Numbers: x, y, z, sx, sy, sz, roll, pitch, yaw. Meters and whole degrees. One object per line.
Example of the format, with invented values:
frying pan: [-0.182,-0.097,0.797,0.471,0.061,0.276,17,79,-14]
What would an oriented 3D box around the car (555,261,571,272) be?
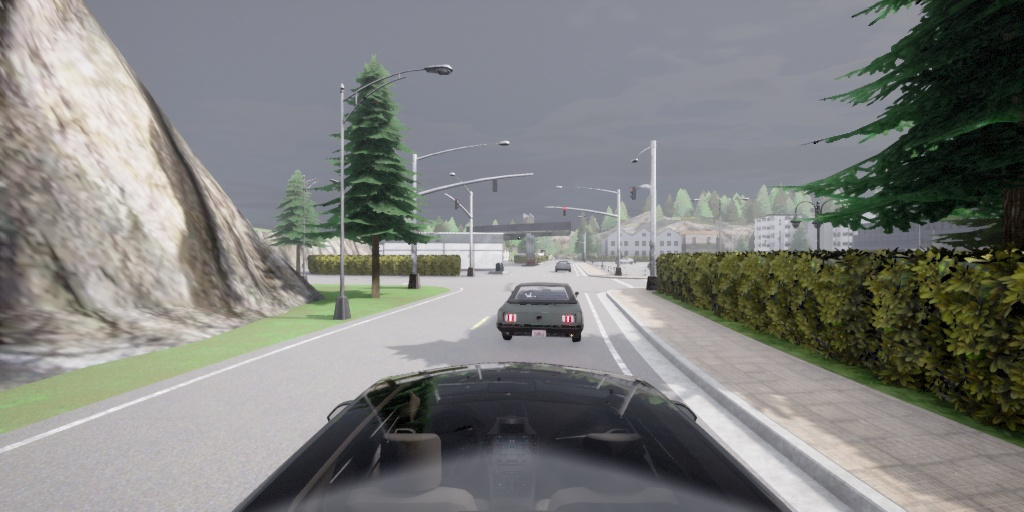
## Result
car: [6.505,1.314,45.519,1.994,1.385,4.181,0,0,9]

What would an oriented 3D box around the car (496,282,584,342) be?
car: [0.882,1.351,9.781,1.895,1.301,4.718,0,0,8]
